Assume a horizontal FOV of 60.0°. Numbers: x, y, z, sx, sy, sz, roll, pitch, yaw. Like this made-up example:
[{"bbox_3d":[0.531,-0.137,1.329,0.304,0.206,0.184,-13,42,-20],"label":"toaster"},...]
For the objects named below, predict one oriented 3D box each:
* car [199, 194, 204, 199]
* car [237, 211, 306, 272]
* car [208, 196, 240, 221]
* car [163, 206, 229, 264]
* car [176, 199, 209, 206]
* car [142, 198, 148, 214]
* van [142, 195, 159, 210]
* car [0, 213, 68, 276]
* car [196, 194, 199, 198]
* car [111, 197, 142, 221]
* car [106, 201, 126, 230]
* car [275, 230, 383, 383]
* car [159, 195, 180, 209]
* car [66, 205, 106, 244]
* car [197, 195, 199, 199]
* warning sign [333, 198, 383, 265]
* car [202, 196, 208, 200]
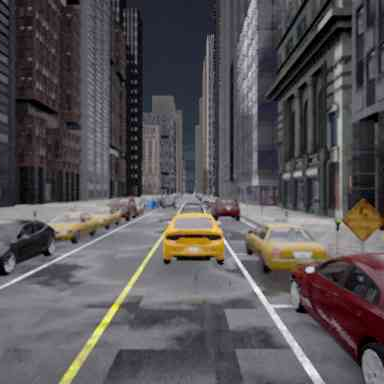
[{"bbox_3d":[2.726,1.524,61.206,1.967,1.590,4.097,0,0,0],"label":"car"},{"bbox_3d":[2.756,1.535,10.612,1.752,1.417,4.829,0,0,0],"label":"car"},{"bbox_3d":[2.745,1.344,27.364,2.192,1.841,5.009,0,0,0],"label":"car"},{"bbox_3d":[0.062,1.489,11.994,1.882,1.535,5.008,0,0,0],"label":"car"},{"bbox_3d":[0.052,1.575,26.451,2.033,1.411,5.357,0,0,0],"label":"car"},{"bbox_3d":[-5.782,1.561,32.822,1.752,1.417,4.829,0,0,0],"label":"car"},{"bbox_3d":[-5.790,1.394,44.274,1.690,1.788,3.998,0,0,0],"label":"van"},{"bbox_3d":[-5.769,1.576,10.429,1.947,1.339,4.313,0,0,0],"label":"car"},{"bbox_3d":[2.710,1.683,89.409,1.887,1.381,4.507,0,0,0],"label":"car"},{"bbox_3d":[-5.780,1.344,27.352,2.192,1.841,5.009,0,0,0],"label":"car"},{"bbox_3d":[-5.776,1.547,21.541,1.752,1.417,4.829,0,0,0],"label":"car"},{"bbox_3d":[2.759,1.549,4.802,1.887,1.381,4.507,0,0,0],"label":"car"},{"bbox_3d":[-3.114,1.563,46.177,1.837,1.490,4.892,0,0,0],"label":"car"},{"bbox_3d":[-5.773,1.541,15.900,1.752,1.417,4.829,0,0,0],"label":"car"},{"bbox_3d":[2.720,1.671,72.487,1.947,1.339,4.313,0,0,0],"label":"car"},{"bbox_3d":[5.066,1.125,9.870,1.300,1.860,1.060,0,0,0],"label":"warning sign"},{"bbox_3d":[2.736,1.604,44.285,2.008,1.369,4.403,0,0,0],"label":"car"}]
